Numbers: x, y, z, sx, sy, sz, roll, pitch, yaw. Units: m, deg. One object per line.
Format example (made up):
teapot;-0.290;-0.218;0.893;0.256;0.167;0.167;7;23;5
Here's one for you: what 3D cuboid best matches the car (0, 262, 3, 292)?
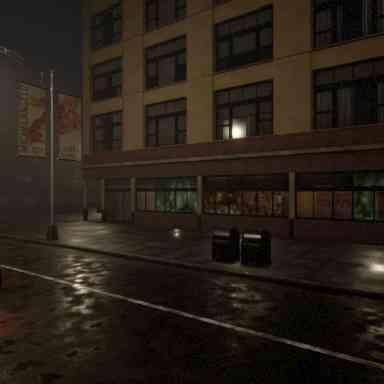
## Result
car;-5.832;1.564;7.719;1.994;1.385;4.181;0;0;-40
